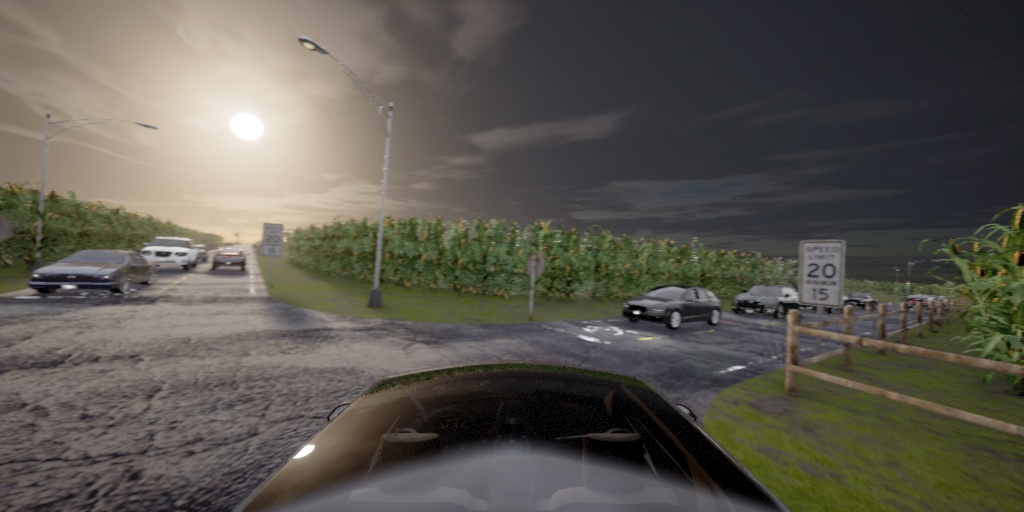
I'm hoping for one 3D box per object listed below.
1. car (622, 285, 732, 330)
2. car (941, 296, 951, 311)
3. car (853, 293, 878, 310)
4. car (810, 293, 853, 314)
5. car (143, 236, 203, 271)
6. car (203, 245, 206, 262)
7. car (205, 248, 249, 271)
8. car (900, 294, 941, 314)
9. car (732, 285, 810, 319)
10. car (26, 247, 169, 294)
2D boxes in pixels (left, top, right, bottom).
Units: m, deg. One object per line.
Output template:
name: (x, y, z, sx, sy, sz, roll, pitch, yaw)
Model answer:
car: (6.360, 1.898, 14.019, 4.892, 1.490, 1.837, 5, -2, -36)
car: (44.039, 4.813, 37.421, 4.902, 1.511, 2.128, 5, -2, -35)
car: (29.166, 3.805, 30.327, 4.718, 1.301, 1.895, 5, -2, -35)
car: (21.184, 2.919, 24.629, 4.553, 1.767, 2.097, 5, -2, -35)
car: (-21.855, -0.213, 23.067, 2.150, 2.045, 5.566, 4, -1, -35)
car: (-28.546, -0.287, 32.234, 2.128, 1.511, 4.902, 4, -1, -36)
car: (-20.086, 0.191, 25.601, 2.128, 1.511, 4.902, 4, -1, -36)
car: (35.574, 4.143, 31.341, 4.892, 1.490, 1.837, 5, -2, -35)
car: (13.837, 2.335, 19.370, 4.553, 1.767, 2.097, 5, -2, -36)
car: (-14.659, 0.473, 12.969, 2.033, 1.411, 5.357, 4, -1, -33)
